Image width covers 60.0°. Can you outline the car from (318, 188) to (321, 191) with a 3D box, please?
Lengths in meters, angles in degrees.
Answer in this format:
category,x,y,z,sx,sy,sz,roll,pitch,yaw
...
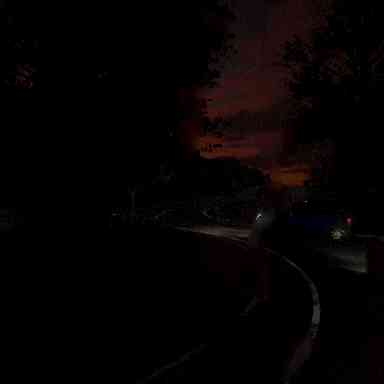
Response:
category,x,y,z,sx,sy,sz,roll,pitch,yaw
car,31.735,0.558,75.589,4.674,1.452,2.002,1,2,17

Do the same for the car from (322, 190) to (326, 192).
category,x,y,z,sx,sy,sz,roll,pitch,yaw
car,28.576,0.854,64.947,5.008,1.535,2.097,1,2,17

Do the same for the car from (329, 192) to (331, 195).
category,x,y,z,sx,sy,sz,roll,pitch,yaw
car,25.431,1.223,54.307,4.792,1.488,2.163,1,2,17

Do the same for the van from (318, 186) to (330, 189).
category,x,y,z,sx,sy,sz,roll,pitch,yaw
van,32.643,0.211,78.204,4.442,1.987,1.878,1,2,17

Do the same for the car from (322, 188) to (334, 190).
category,x,y,z,sx,sy,sz,roll,pitch,yaw
car,29.393,0.644,67.595,4.553,1.767,2.185,1,2,17

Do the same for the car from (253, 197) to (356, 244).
category,x,y,z,sx,sy,sz,roll,pitch,yaw
car,5.275,1.292,15.807,4.553,1.767,2.097,2,0,27

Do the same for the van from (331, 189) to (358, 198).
category,x,y,z,sx,sy,sz,roll,pitch,yaw
van,24.500,1.051,51.683,4.442,1.987,1.878,1,2,17

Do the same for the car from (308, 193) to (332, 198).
category,x,y,z,sx,sy,sz,roll,pitch,yaw
car,17.812,1.360,46.653,1.837,1.490,4.892,1,1,13

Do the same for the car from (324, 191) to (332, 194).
category,x,y,z,sx,sy,sz,roll,pitch,yaw
car,26.017,1.102,57.028,5.366,1.575,1.946,1,2,17

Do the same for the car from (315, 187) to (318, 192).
category,x,y,z,sx,sy,sz,roll,pitch,yaw
car,34.086,0.297,83.571,4.792,1.488,2.163,1,2,17

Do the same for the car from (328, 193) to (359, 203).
category,x,y,z,sx,sy,sz,roll,pitch,yaw
car,27.015,1.053,59.626,4.792,1.488,2.163,1,2,17

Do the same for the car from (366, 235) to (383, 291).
category,x,y,z,sx,sy,sz,roll,pitch,yaw
car,4.941,1.352,6.627,2.097,1.767,4.553,1,0,20

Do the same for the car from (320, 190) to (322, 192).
category,x,y,z,sx,sy,sz,roll,pitch,yaw
car,30.152,0.725,70.269,4.674,1.452,2.002,1,2,17

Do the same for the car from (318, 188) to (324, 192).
category,x,y,z,sx,sy,sz,roll,pitch,yaw
car,30.941,0.601,72.927,5.008,1.535,2.097,1,2,17
